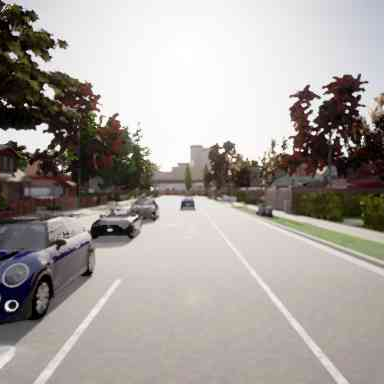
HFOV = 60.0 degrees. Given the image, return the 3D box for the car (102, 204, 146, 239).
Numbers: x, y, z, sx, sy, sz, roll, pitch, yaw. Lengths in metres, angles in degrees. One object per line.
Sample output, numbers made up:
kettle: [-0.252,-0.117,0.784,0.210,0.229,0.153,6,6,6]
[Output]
car: [-3.778,1.555,17.241,1.994,1.385,4.181,0,0,0]

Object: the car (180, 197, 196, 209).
car: [-0.554,1.458,44.396,1.882,1.535,5.008,0,0,-1]

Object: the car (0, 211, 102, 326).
car: [-3.673,1.347,7.270,2.097,1.767,4.553,0,0,-1]

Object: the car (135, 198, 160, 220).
car: [-3.836,1.338,27.319,2.097,1.767,4.553,0,0,-1]

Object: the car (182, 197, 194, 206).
car: [-0.684,1.530,54.525,1.994,1.385,4.181,0,0,-1]
